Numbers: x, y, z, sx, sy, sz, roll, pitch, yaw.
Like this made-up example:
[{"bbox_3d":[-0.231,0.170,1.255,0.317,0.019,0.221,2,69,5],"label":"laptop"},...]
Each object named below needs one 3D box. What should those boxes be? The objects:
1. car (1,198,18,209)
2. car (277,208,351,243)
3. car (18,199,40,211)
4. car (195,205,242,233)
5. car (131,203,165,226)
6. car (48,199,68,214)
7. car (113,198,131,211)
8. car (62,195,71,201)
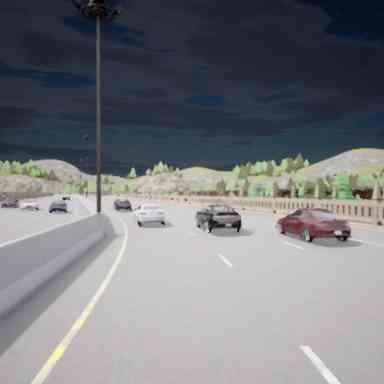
[{"bbox_3d":[-26.216,1.620,48.173,1.837,1.490,4.892,0,0,-19],"label":"car"},{"bbox_3d":[5.643,1.501,15.857,1.812,1.442,4.674,0,0,-8],"label":"car"},{"bbox_3d":[-20.275,1.615,41.919,1.812,1.442,4.674,0,0,-20],"label":"car"},{"bbox_3d":[1.435,1.485,19.471,2.128,1.511,4.902,0,0,-11],"label":"car"},{"bbox_3d":[-3.077,1.539,23.680,1.812,1.442,4.674,0,0,-14],"label":"car"},{"bbox_3d":[-14.693,1.612,36.692,2.033,1.411,5.357,0,0,-20],"label":"car"},{"bbox_3d":[-8.650,1.529,41.072,2.128,1.511,4.902,0,0,-19],"label":"car"},{"bbox_3d":[-28.368,1.419,75.119,1.895,1.301,4.718,0,0,-20],"label":"car"}]
